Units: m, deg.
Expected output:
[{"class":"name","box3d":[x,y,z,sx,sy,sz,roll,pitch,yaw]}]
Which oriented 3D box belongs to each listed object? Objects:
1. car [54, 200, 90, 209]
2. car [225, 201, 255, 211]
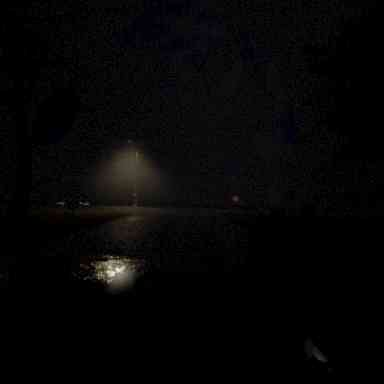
[{"class":"car","box3d":[-17.227,1.731,48.019,4.718,1.301,1.895,2,0,0]},{"class":"car","box3d":[7.866,2.307,54.898,4.902,1.511,2.128,2,0,0]}]
